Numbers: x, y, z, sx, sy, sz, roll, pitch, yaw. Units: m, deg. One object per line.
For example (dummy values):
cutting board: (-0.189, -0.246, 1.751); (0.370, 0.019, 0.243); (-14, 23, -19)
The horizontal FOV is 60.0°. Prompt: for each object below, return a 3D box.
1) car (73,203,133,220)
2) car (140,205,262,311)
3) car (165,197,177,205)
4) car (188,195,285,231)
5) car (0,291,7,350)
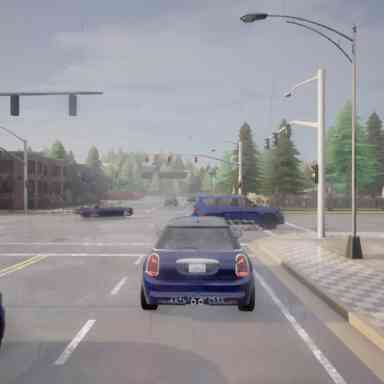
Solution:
car: (-7.371, 1.600, 28.088); (4.718, 1.301, 1.895); (0, 0, -39)
car: (0.161, 1.352, 7.931); (2.097, 1.767, 4.553); (0, 0, 2)
car: (-3.340, 1.546, 53.569); (2.033, 1.411, 5.357); (0, 0, 0)
car: (2.695, 1.220, 20.188); (5.566, 2.045, 2.150); (0, 0, 1)
car: (-3.440, 1.478, 2.479); (1.882, 1.535, 5.008); (0, 0, 0)
